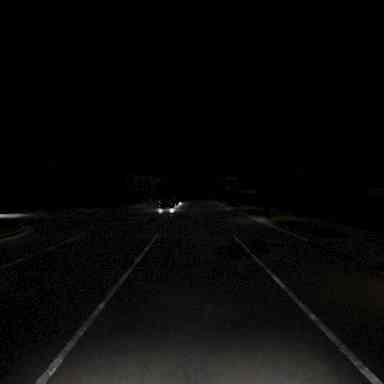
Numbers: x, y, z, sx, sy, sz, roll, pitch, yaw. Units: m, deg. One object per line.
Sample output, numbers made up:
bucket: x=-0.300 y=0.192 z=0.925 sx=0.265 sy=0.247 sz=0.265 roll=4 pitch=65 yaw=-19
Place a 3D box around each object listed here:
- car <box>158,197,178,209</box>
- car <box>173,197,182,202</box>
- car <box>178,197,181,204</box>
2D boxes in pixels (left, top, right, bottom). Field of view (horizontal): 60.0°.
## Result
car: x=-3.608 y=1.464 z=47.869 sx=2.097 sy=1.767 sz=4.553 roll=0 pitch=0 yaw=0
car: x=-3.529 y=1.785 z=80.732 sx=1.895 sy=1.301 sz=4.718 roll=0 pitch=0 yaw=0
car: x=-3.554 y=1.706 z=60.346 sx=1.994 sy=1.385 sz=4.181 roll=0 pitch=0 yaw=1
